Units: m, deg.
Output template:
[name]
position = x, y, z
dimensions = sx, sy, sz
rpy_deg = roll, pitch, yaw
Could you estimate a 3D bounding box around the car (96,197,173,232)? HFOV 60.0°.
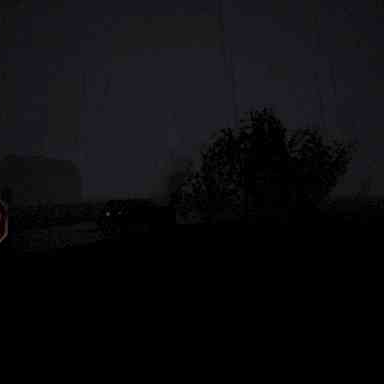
[car]
position = -3.065, 1.126, 18.841
dimensions = 2.097, 1.767, 4.553
rpy_deg = 0, 1, 36
